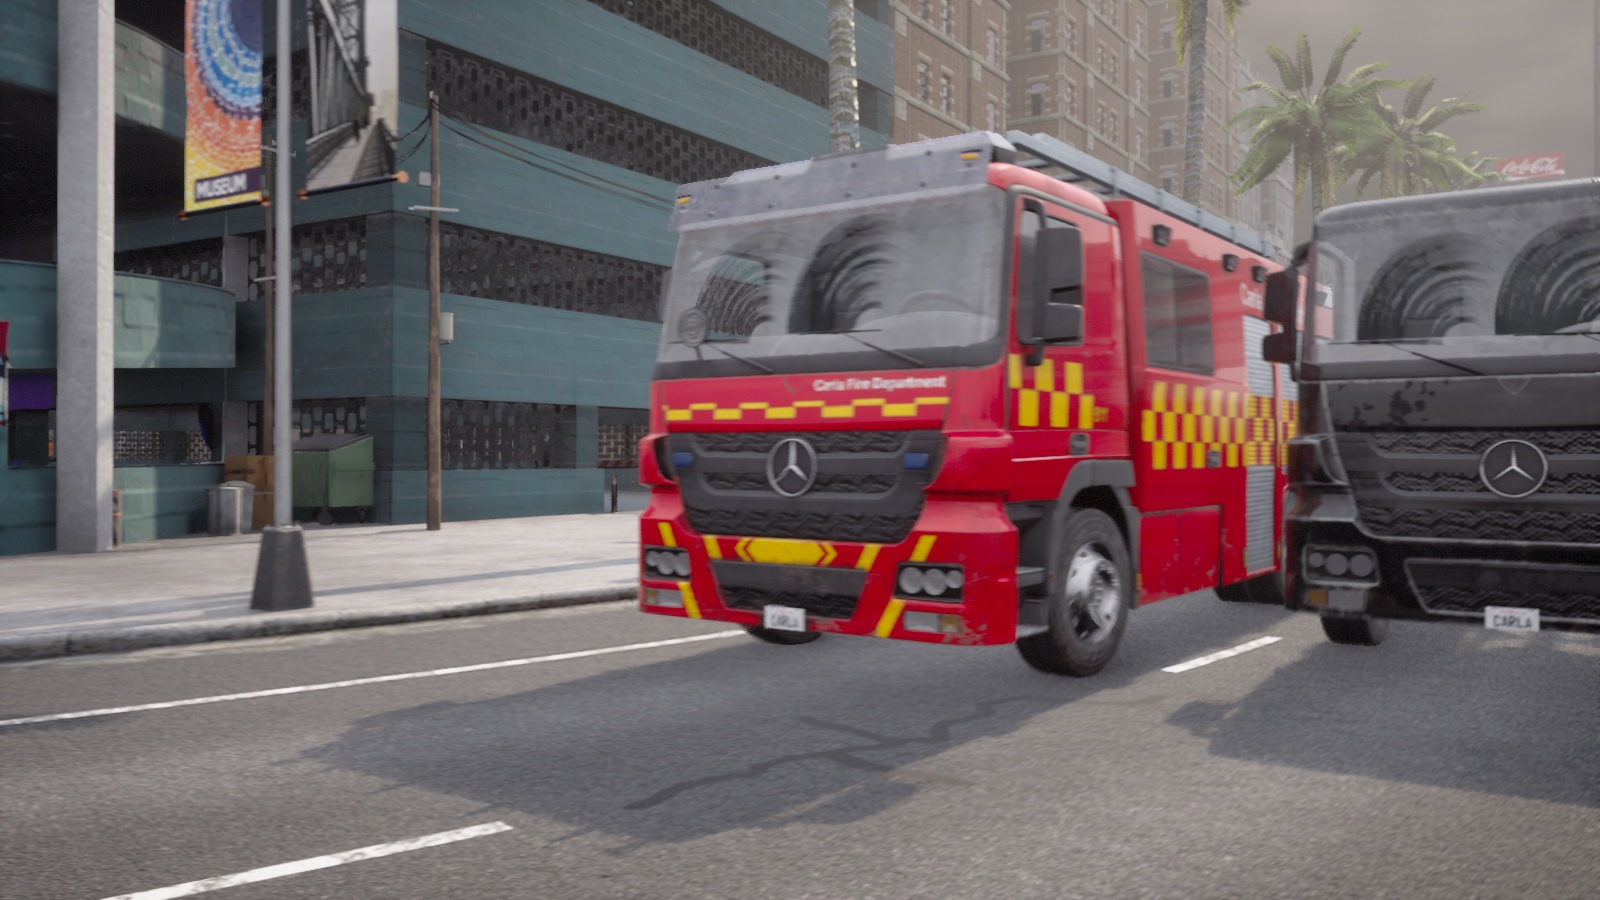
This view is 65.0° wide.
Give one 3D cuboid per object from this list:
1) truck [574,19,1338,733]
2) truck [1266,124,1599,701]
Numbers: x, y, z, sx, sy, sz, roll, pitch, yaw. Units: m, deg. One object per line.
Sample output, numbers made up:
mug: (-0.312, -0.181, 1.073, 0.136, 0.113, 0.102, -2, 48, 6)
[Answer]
truck: (2.147, -0.388, 11.008, 2.891, 3.827, 8.468, 0, 0, 36)
truck: (6.609, -0.218, 11.103, 2.891, 3.462, 7.936, 0, 0, 34)
